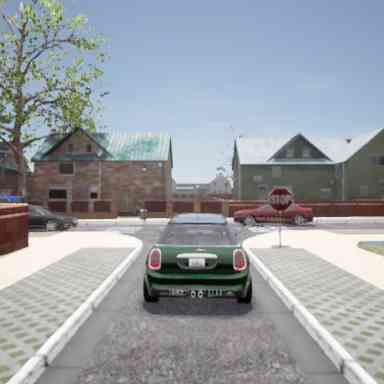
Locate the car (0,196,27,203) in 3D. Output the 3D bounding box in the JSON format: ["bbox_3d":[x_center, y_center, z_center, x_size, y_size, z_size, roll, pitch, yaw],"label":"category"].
[{"bbox_3d":[-13.566,1.321,21.802,5.566,2.045,2.150,-1,-1,-2],"label":"car"}]

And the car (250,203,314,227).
[{"bbox_3d":[5.167,1.392,21.319,5.008,1.535,1.882,0,-1,1],"label":"car"}]

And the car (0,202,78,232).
[{"bbox_3d":[-8.908,1.495,18.548,4.892,1.490,1.837,-1,-1,1],"label":"car"}]

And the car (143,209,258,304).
[{"bbox_3d":[0.184,1.306,8.236,2.097,1.767,4.553,0,0,2],"label":"car"}]
